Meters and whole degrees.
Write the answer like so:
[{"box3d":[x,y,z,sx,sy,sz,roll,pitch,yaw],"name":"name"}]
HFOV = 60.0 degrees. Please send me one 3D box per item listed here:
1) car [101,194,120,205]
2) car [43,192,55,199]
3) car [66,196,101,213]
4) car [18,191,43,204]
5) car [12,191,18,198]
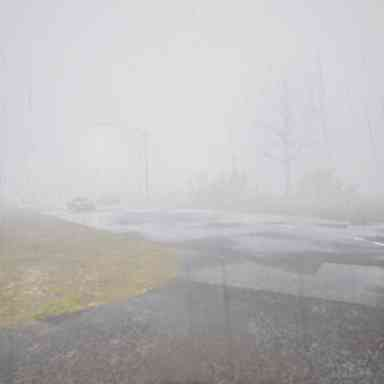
[{"box3d":[-11.585,1.024,45.428,2.033,1.411,5.357,-2,1,-35],"name":"car"},{"box3d":[-32.104,0.783,74.319,1.882,1.535,5.008,-2,1,-35],"name":"car"},{"box3d":[-10.794,1.197,32.236,1.837,1.490,4.892,-2,1,-35],"name":"car"},{"box3d":[-26.481,0.812,54.409,2.150,2.045,5.566,-2,1,-34],"name":"car"},{"box3d":[-43.992,0.845,84.898,2.033,1.411,5.357,-2,1,-31],"name":"car"}]
